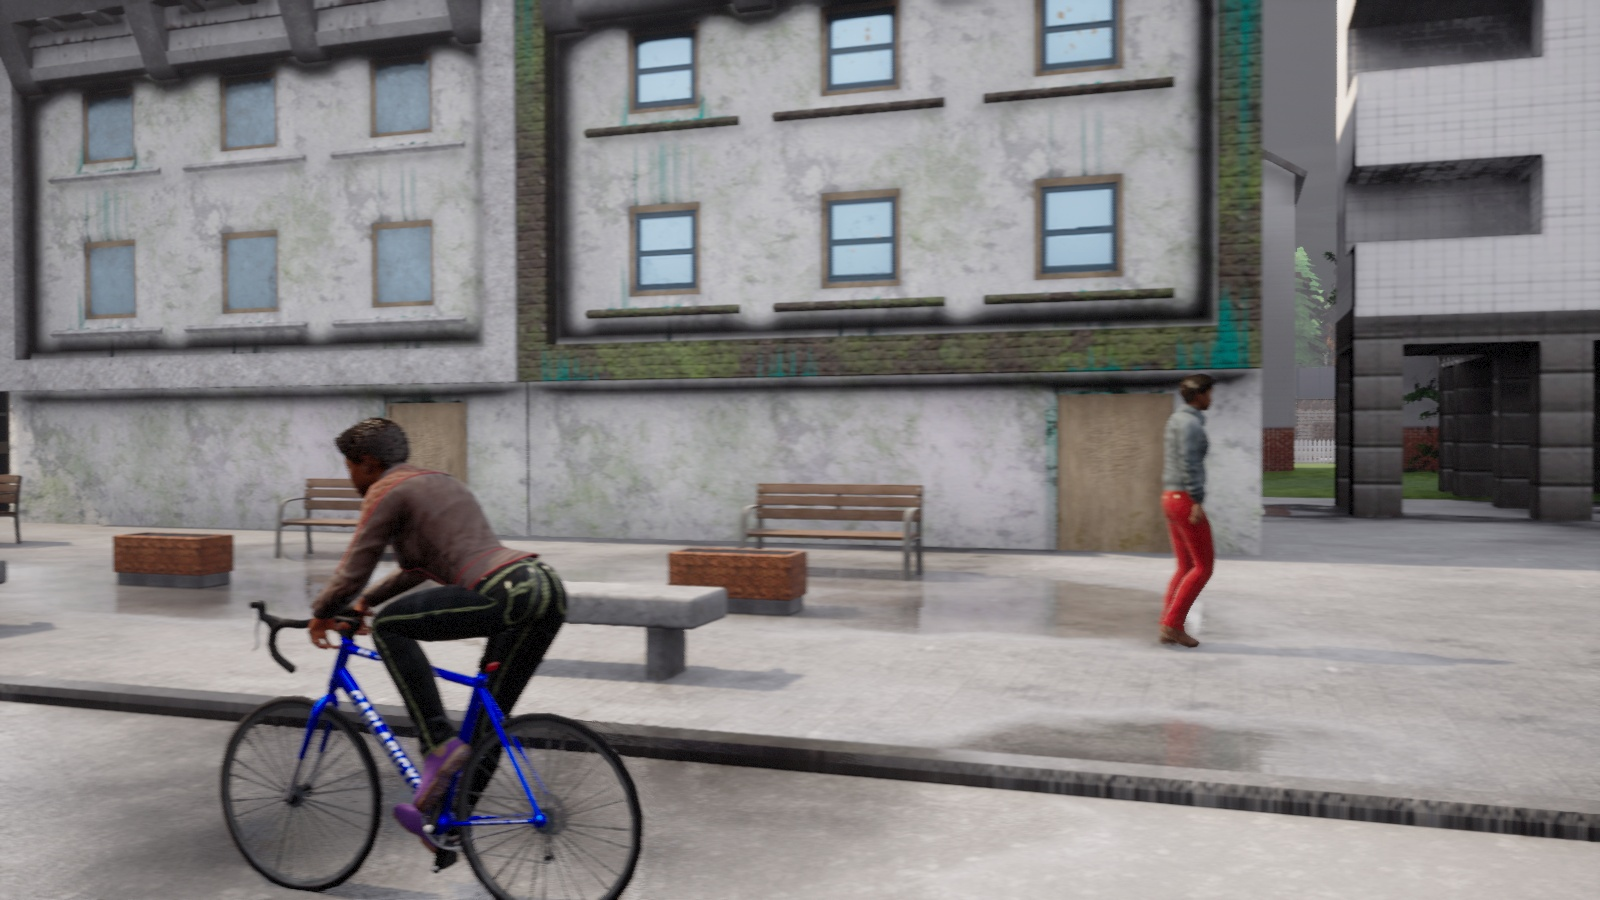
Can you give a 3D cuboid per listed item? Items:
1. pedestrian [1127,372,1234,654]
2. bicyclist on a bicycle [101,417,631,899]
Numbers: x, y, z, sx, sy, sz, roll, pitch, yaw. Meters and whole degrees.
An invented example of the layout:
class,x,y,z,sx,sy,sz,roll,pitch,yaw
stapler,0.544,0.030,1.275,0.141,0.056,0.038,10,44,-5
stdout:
class,x,y,z,sx,sy,sz,roll,pitch,yaw
pedestrian,2.542,0.411,8.418,0.614,1.847,0.353,0,1,4
bicyclist on a bicycle,-1.449,0.706,4.206,1.656,1.620,0.582,0,1,19
